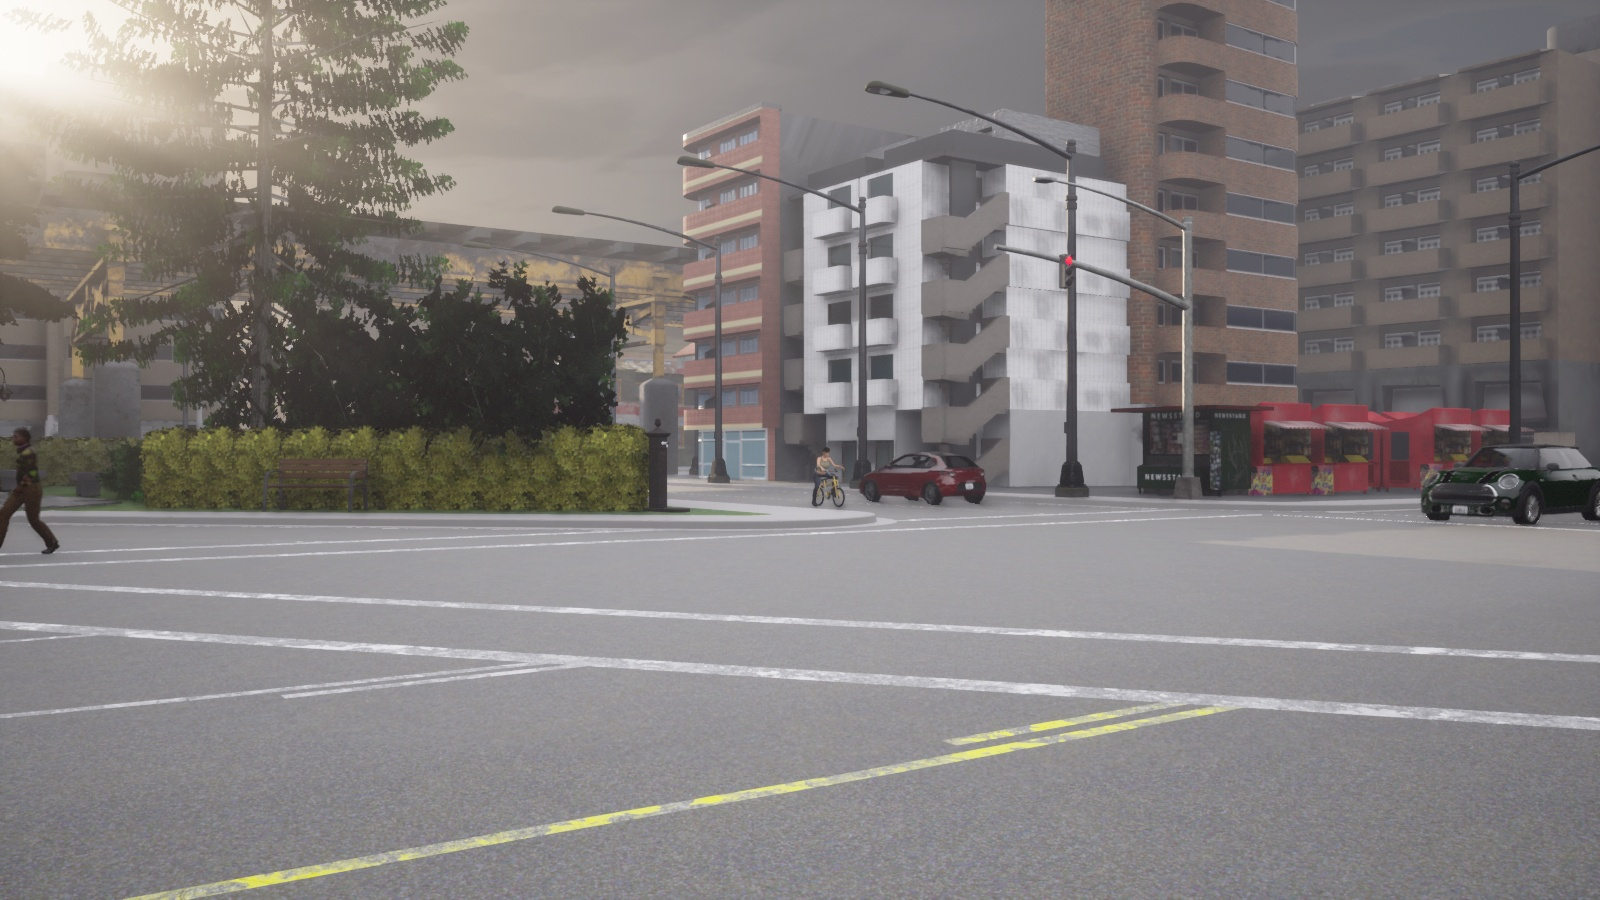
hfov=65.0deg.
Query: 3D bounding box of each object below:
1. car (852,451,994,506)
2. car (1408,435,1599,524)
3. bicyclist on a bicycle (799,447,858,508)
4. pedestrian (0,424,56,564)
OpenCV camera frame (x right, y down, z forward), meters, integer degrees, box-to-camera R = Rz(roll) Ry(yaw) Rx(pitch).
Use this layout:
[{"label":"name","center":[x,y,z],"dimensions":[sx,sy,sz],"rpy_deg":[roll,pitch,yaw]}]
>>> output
[{"label":"car","center":[3.475,0.783,36.244],"dimensions":[1.816,1.474,4.193],"rpy_deg":[0,0,-34]},{"label":"car","center":[15.411,0.593,27.154],"dimensions":[4.553,1.767,2.097],"rpy_deg":[0,0,-35]},{"label":"bicyclist on a bicycle","center":[0.769,0.723,34.005],"dimensions":[0.866,1.612,1.509],"rpy_deg":[0,0,-34]},{"label":"pedestrian","center":[-10.996,0.609,17.787],"dimensions":[0.395,1.930,0.692],"rpy_deg":[0,0,38]}]
